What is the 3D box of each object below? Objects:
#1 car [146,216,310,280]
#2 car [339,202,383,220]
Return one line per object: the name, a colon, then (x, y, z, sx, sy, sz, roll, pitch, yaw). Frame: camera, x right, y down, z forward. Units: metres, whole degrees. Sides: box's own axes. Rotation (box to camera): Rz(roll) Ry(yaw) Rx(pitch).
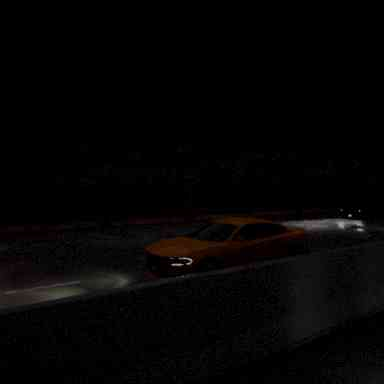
car: (1.148, 1.454, 9.111, 5.008, 1.535, 1.882, 0, 0, -36)
car: (13.934, 1.495, 26.833, 4.718, 1.301, 1.895, 0, 0, -35)
